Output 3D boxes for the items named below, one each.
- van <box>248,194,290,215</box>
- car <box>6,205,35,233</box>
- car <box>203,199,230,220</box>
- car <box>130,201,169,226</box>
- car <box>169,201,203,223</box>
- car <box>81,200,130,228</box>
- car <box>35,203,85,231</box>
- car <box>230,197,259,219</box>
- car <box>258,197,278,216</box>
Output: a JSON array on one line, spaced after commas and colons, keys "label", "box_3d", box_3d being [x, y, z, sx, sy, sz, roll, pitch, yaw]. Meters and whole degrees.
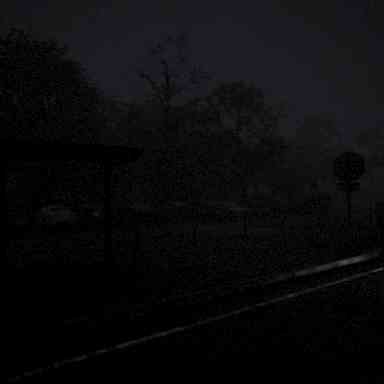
[{"label": "van", "box_3d": [7.358, 1.182, 31.842, 1.878, 1.987, 4.442, 0, 0, -36]}, {"label": "car", "box_3d": [-10.767, 1.485, 19.022, 2.097, 1.535, 5.008, 0, 0, -36]}, {"label": "car", "box_3d": [0.501, 1.465, 27.120, 2.163, 1.488, 4.792, 0, 0, -36]}, {"label": "car", "box_3d": [-4.000, 1.454, 23.873, 2.097, 1.535, 5.008, 0, 0, -36]}, {"label": "car", "box_3d": [-1.736, 1.446, 25.478, 2.231, 1.521, 4.892, 0, 0, -36]}, {"label": "car", "box_3d": [-6.273, 1.339, 22.279, 2.185, 1.767, 4.553, 0, 0, -36]}, {"label": "car", "box_3d": [-8.511, 1.515, 20.638, 2.002, 1.452, 4.674, 0, 0, -36]}, {"label": "car", "box_3d": [2.883, 1.423, 28.558, 1.946, 1.575, 5.366, 0, 0, -36]}, {"label": "car", "box_3d": [5.017, 1.446, 30.349, 2.163, 1.488, 4.792, 0, 0, -36]}]
